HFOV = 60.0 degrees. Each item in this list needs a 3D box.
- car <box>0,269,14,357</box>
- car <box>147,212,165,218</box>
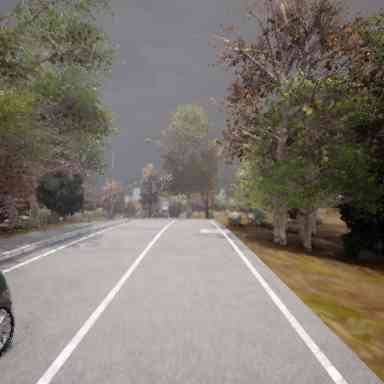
[{"bbox_3d":[-3.598,1.347,2.844,2.097,1.767,4.553,0,0,0],"label":"car"},{"bbox_3d":[-8.635,5.535,80.511,4.553,1.767,2.097,3,-5,-21],"label":"car"}]
